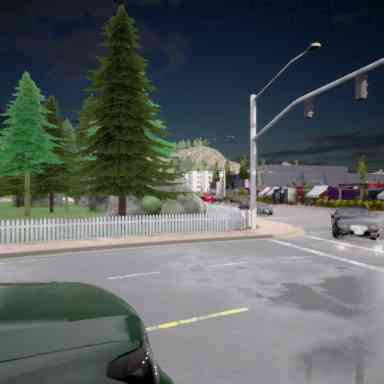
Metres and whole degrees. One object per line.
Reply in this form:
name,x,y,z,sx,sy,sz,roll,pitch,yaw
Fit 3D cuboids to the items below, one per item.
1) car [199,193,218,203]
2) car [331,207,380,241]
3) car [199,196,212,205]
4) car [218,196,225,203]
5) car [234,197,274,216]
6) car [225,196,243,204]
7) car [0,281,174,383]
car,2.844,1.274,69.594,2.150,2.045,5.566,0,0,-17
car,8.262,1.530,17.041,2.128,1.511,4.902,1,0,21
car,0.956,1.654,50.419,1.895,1.301,4.718,0,0,-16
car,5.989,1.555,71.147,1.837,1.490,4.892,0,0,-16
car,6.181,1.558,32.545,1.837,1.490,4.892,0,0,-16
car,8.616,1.544,62.284,2.128,1.511,4.902,0,0,-16
car,-2.779,1.222,1.653,5.566,2.045,2.150,0,0,-36
